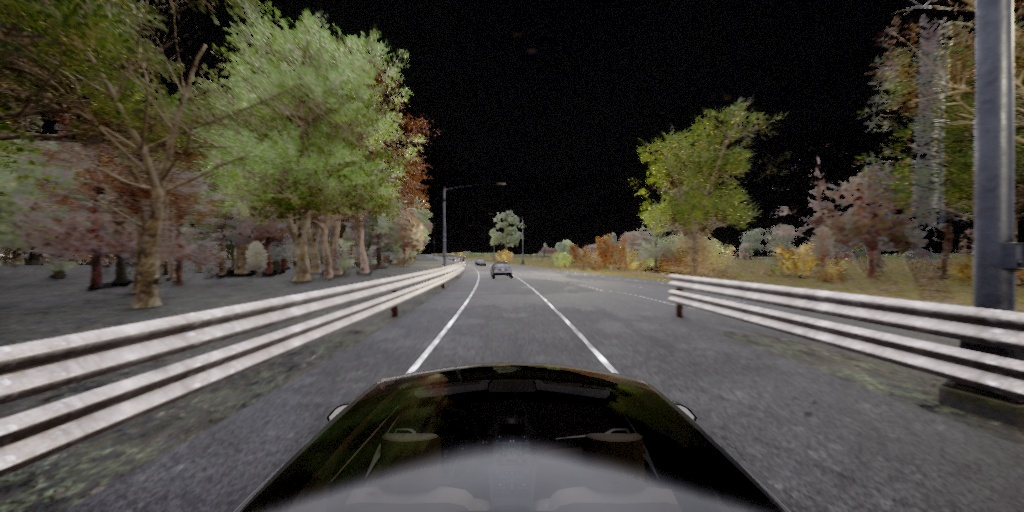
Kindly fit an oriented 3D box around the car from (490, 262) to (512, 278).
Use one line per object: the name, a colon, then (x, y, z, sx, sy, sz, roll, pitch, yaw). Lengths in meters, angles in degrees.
car: (-1.071, 1.299, 33.928, 2.033, 1.411, 5.357, 0, 0, -6)
